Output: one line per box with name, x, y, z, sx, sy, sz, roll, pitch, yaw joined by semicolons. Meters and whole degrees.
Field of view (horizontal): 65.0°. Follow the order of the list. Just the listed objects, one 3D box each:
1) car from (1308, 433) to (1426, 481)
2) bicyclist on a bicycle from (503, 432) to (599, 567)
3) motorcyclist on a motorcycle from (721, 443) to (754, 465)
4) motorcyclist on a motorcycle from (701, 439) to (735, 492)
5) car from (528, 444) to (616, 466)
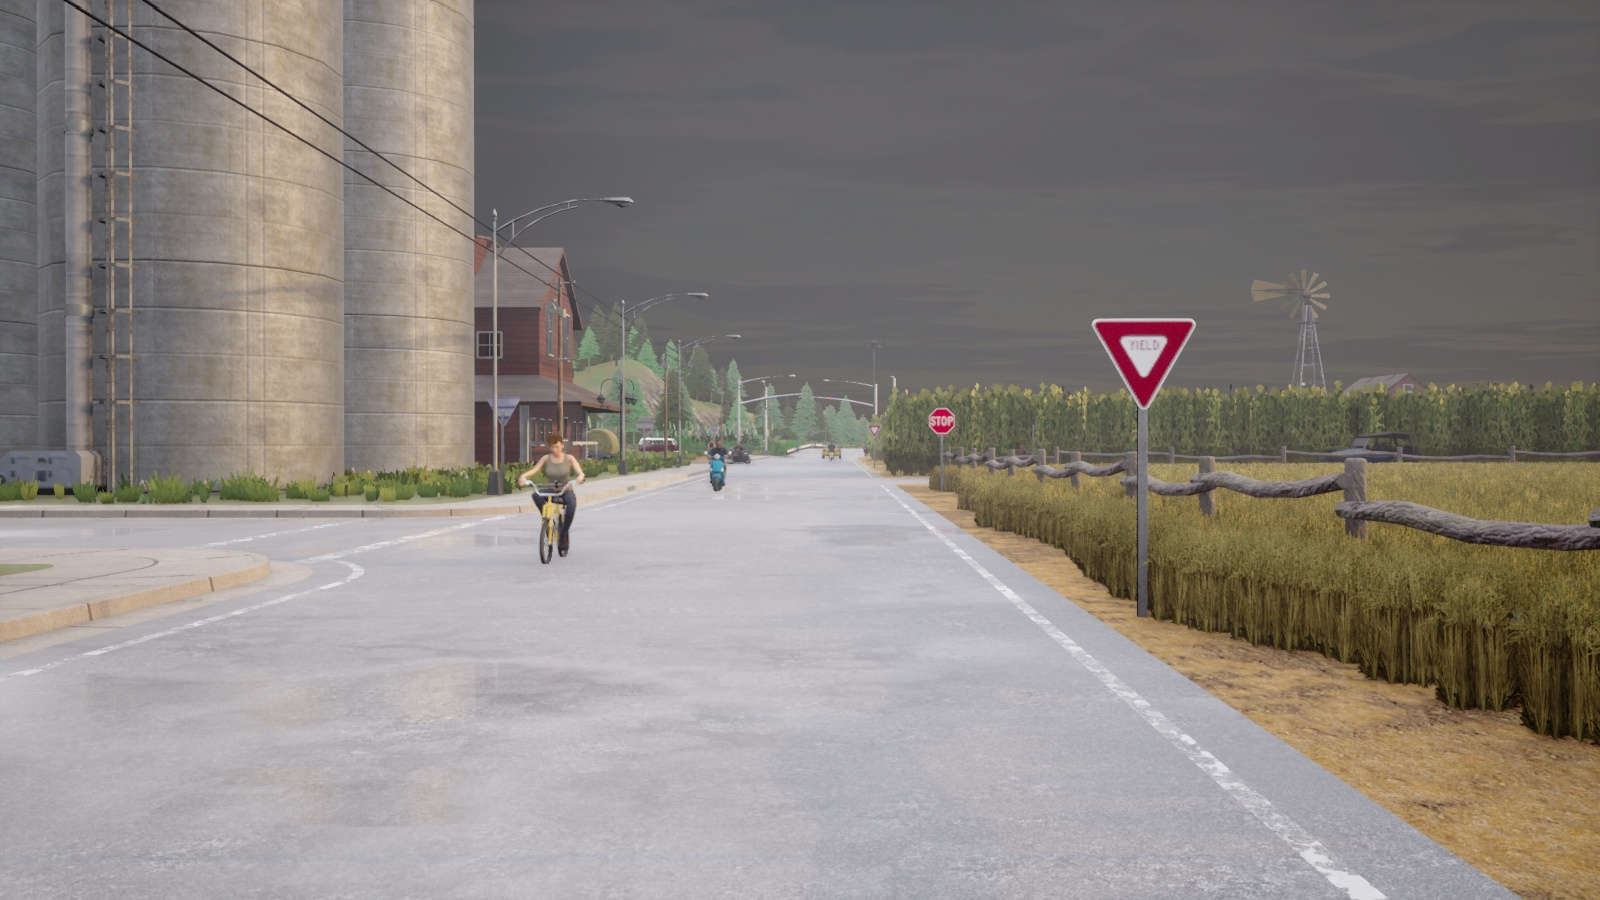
car;22.677;0.270;50.355;3.866;1.878;1.905;0;0;2
bicyclist on a bicycle;-3.098;0.591;15.769;0.866;1.612;1.509;0;0;2
motorcyclist on a motorcycle;-4.319;0.275;86.742;2.191;1.530;0.866;0;-1;-42
motorcyclist on a motorcycle;-2.525;0.478;38.753;0.866;1.590;1.817;0;-1;1
car;-14.814;0.293;81.852;5.357;1.411;2.033;0;0;1
